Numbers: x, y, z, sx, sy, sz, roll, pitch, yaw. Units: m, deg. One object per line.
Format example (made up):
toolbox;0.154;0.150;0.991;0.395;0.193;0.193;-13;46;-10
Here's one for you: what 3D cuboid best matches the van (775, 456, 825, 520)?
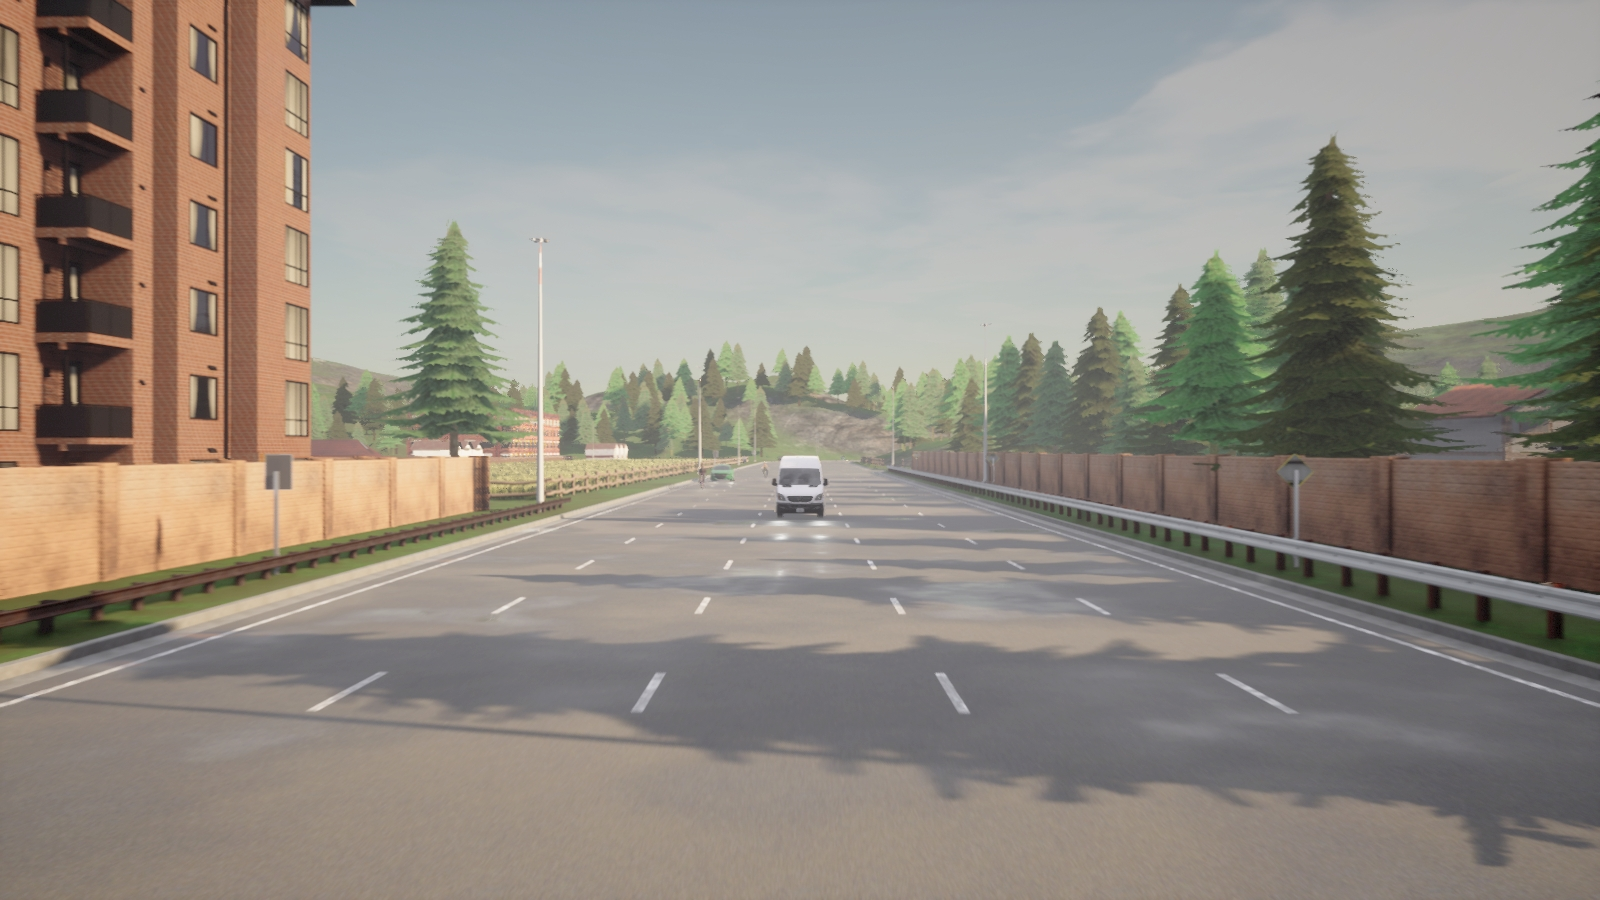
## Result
van;0.007;1.534;48.730;1.988;2.561;5.915;0;0;0
